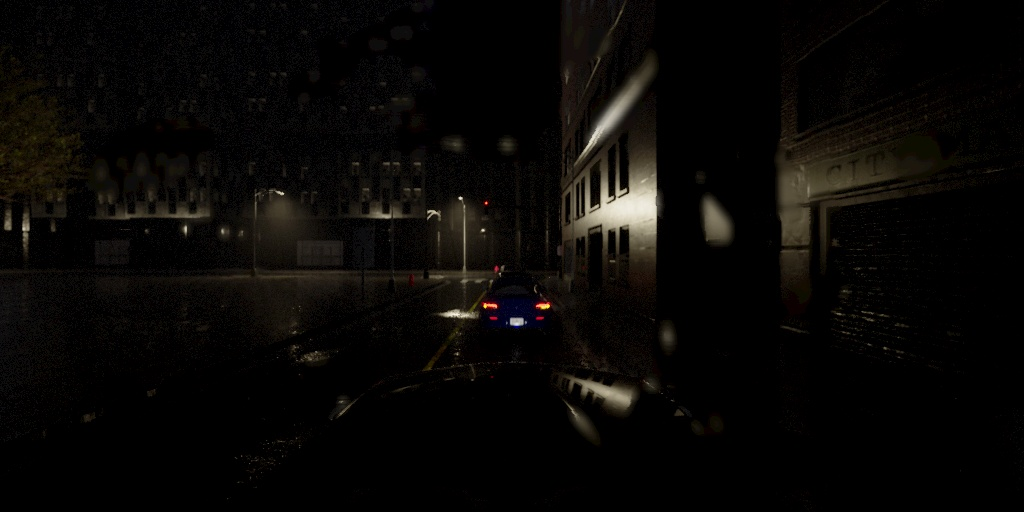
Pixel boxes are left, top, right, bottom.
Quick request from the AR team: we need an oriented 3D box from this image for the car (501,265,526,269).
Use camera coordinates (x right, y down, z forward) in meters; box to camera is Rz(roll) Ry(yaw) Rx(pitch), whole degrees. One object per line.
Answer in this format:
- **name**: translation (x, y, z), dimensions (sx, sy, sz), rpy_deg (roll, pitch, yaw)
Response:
- **car**: translation (0.098, 1.240, 20.309), dimensions (2.128, 1.511, 4.902), rpy_deg (0, 0, 1)

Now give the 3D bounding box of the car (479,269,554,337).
- **car**: translation (0.105, 1.275, 10.184), dimensions (1.812, 1.442, 4.674), rpy_deg (0, 0, 0)
